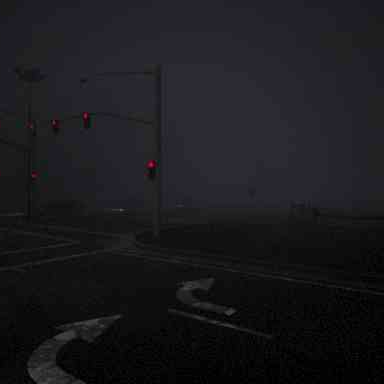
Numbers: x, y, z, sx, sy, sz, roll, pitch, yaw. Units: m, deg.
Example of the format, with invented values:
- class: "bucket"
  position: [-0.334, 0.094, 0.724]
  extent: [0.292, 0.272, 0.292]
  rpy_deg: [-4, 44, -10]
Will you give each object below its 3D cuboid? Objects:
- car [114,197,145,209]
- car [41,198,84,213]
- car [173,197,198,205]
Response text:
- class: "car"
  position: [-8.656, 1.505, 46.423]
  extent: [1.837, 1.490, 4.892]
  rpy_deg: [0, 0, 35]
- class: "car"
  position: [-14.636, 1.491, 37.926]
  extent: [2.128, 1.511, 4.902]
  rpy_deg: [0, 0, 36]
- class: "car"
  position: [-0.989, 1.547, 57.385]
  extent: [2.033, 1.411, 5.357]
  rpy_deg: [0, 0, 35]
